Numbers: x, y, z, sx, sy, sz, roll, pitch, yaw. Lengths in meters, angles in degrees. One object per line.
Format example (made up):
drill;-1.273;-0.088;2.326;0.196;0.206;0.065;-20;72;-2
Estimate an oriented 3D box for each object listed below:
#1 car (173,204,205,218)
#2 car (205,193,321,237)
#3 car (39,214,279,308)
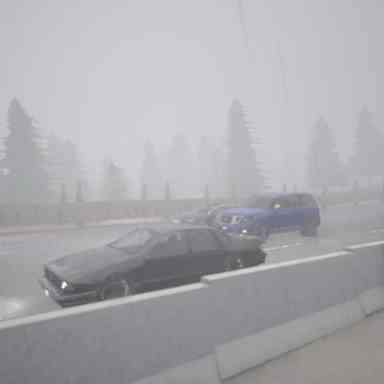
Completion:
car;1.167;1.345;17.716;4.902;1.511;2.128;-1;1;-35
car;3.564;1.069;15.124;5.566;2.045;2.150;-1;0;-35
car;-0.590;1.496;7.871;5.357;1.411;2.033;-1;1;-35
